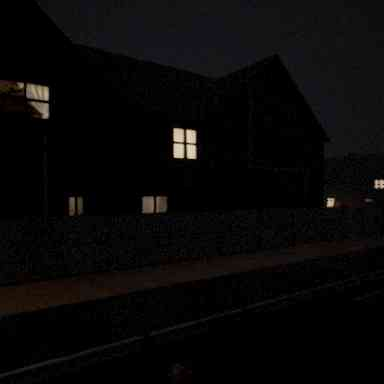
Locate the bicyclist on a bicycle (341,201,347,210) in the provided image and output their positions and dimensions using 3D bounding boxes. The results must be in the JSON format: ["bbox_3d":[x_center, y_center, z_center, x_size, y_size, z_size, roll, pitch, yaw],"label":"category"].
[{"bbox_3d":[16.477,1.827,36.117,1.656,1.620,0.582,-1,-1,-36],"label":"bicyclist on a bicycle"}]
